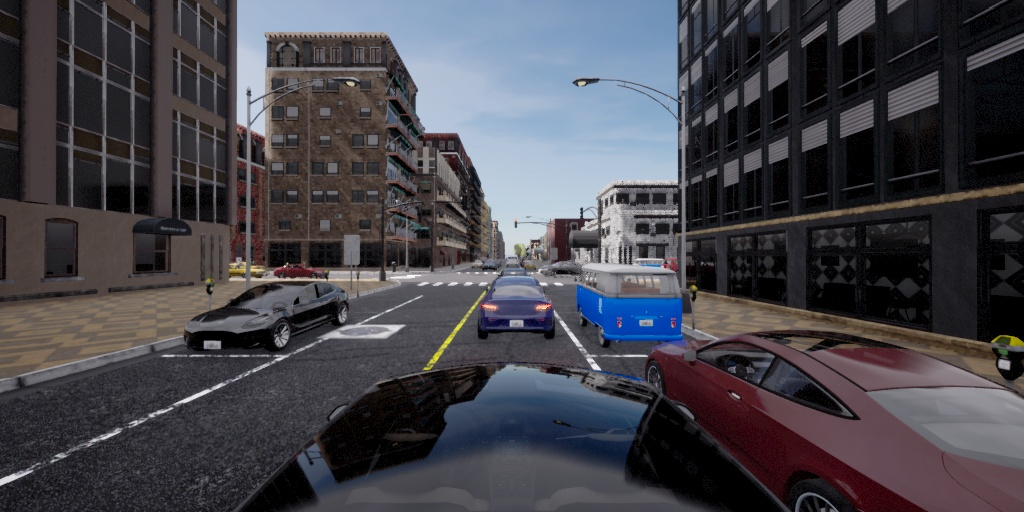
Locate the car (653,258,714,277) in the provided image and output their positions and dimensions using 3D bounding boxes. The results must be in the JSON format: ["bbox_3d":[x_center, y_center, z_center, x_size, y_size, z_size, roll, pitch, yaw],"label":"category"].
[{"bbox_3d":[14.921,1.107,29.843,5.009,1.841,2.192,0,0,0],"label":"car"}]

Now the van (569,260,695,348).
[{"bbox_3d":[2.657,1.092,8.959,1.690,1.789,3.998,0,0,0],"label":"van"}]

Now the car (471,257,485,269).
[{"bbox_3d":[-5.687,1.318,59.114,1.751,1.417,4.829,0,0,0],"label":"car"}]

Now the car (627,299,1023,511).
[{"bbox_3d":[2.657,1.332,3.270,1.802,1.307,4.207,0,0,0],"label":"car"}]

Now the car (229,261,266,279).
[{"bbox_3d":[-22.958,1.216,29.755,4.829,1.417,1.751,0,0,0],"label":"car"}]

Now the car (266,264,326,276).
[{"bbox_3d":[-17.465,1.284,29.768,4.207,1.307,1.802,0,0,0],"label":"car"}]

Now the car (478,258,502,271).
[{"bbox_3d":[-3.058,1.329,50.592,2.033,1.411,5.357,0,0,3],"label":"car"}]

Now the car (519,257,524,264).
[{"bbox_3d":[2.695,1.382,64.823,1.802,1.307,4.207,0,0,0],"label":"car"}]

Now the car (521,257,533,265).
[{"bbox_3d":[2.694,1.311,53.915,1.751,1.417,4.829,0,0,0],"label":"car"}]

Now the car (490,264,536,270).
[{"bbox_3d":[0.093,1.318,18.411,1.994,1.385,4.181,0,0,0],"label":"car"}]

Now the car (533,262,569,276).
[{"bbox_3d":[4.946,1.277,34.505,4.902,1.511,2.128,0,0,-15],"label":"car"}]

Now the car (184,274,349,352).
[{"bbox_3d":[-5.690,1.317,8.986,1.948,1.339,4.313,0,0,0],"label":"car"}]

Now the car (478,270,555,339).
[{"bbox_3d":[0.101,1.277,9.959,1.812,1.442,4.674,0,0,0],"label":"car"}]

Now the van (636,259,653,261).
[{"bbox_3d":[14.900,1.175,38.223,3.998,1.789,1.690,0,0,0],"label":"van"}]
